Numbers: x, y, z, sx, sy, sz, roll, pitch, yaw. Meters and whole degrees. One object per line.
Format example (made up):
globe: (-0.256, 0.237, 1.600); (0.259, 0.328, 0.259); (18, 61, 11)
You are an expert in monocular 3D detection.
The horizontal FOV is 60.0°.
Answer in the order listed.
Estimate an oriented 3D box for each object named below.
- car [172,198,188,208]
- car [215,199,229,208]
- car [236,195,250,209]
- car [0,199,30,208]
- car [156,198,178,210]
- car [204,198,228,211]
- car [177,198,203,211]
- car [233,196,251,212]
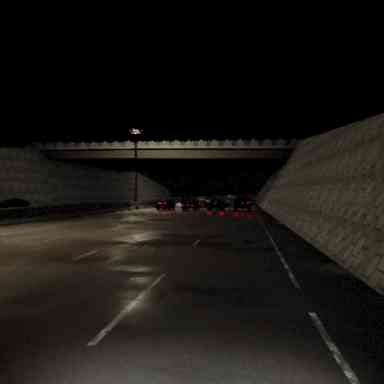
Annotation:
car: (-1.930, 1.821, 56.641); (1.837, 1.490, 4.892); (0, 0, 9)
car: (4.978, 1.929, 55.514); (1.994, 1.385, 4.181); (0, 0, 9)
car: (8.440, 1.611, 54.983); (2.150, 2.045, 5.566); (0, 0, 9)
car: (-24.942, 1.618, 46.207); (2.033, 1.411, 5.357); (0, 0, 10)
car: (-3.606, 1.734, 46.358); (2.128, 1.511, 4.902); (0, 0, 9)
car: (3.361, 1.646, 45.581); (2.097, 1.767, 4.553); (0, 0, 9)
car: (-0.152, 1.814, 45.794); (2.033, 1.411, 5.357); (0, 0, 9)
car: (6.764, 1.537, 44.699); (2.150, 2.045, 5.566); (0, 0, 9)
